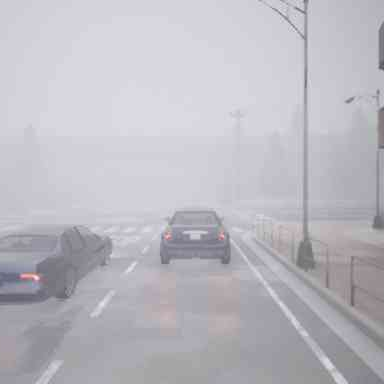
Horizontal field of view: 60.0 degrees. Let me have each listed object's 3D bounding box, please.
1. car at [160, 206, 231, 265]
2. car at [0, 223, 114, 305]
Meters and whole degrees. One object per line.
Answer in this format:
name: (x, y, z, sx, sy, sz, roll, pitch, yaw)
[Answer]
car: (0.098, 1.273, 11.564, 2.097, 1.767, 4.553, 0, 0, 0)
car: (-3.401, 1.490, 8.193, 2.033, 1.411, 5.357, 0, 0, 0)
